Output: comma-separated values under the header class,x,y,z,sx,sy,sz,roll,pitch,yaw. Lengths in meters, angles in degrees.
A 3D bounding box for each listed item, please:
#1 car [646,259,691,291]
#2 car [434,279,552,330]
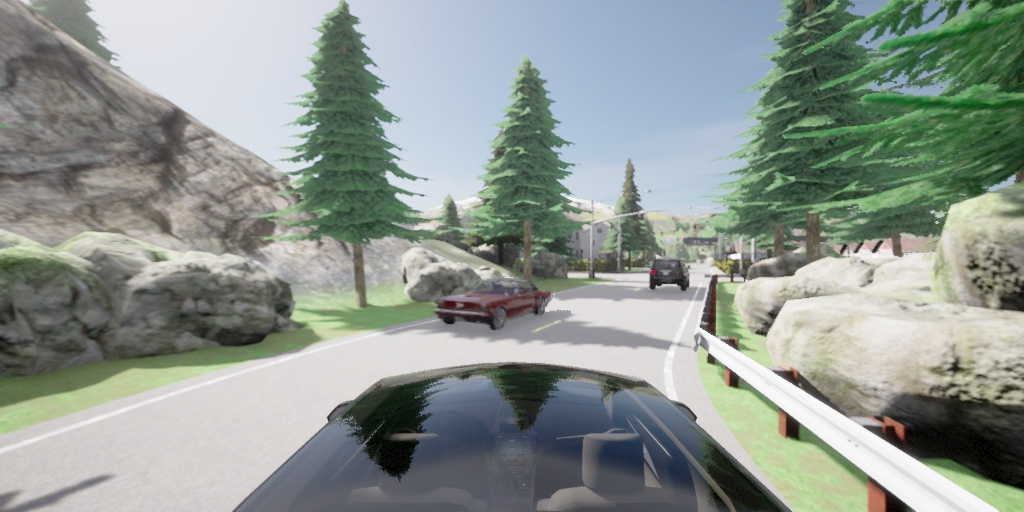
class,x,y,z,sx,sy,sz,roll,pitch,yaw
car,10.750,1.202,24.362,2.150,2.045,5.566,0,-1,29
car,-0.403,1.434,11.740,1.895,1.301,4.718,0,-1,28
